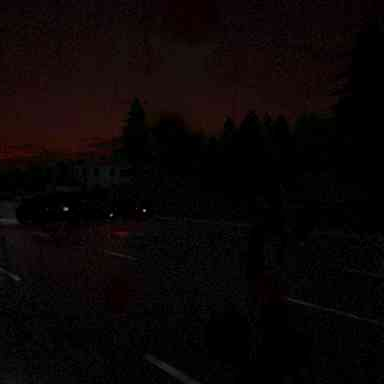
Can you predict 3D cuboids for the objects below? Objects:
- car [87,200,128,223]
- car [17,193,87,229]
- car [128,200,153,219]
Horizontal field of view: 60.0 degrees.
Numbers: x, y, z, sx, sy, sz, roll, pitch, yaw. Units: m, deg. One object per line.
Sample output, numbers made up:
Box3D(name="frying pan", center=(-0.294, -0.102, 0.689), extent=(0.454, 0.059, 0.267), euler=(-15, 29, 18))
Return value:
Box3D(name="car", center=(-7.038, 1.309, 23.745), extent=(2.128, 1.511, 4.902), euler=(0, 1, -44))
Box3D(name="car", center=(-9.016, 1.053, 20.760), extent=(2.150, 2.045, 5.566), euler=(0, 1, -44))
Box3D(name="car", center=(-5.009, 1.368, 26.676), extent=(1.994, 1.385, 4.181), euler=(0, 1, -44))
